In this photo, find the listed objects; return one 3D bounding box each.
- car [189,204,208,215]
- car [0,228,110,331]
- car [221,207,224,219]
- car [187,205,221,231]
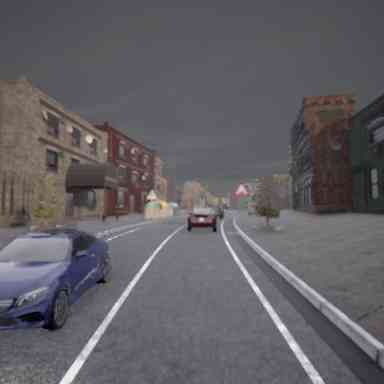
[{"bbox_3d":[1.035,2.509,48.382,1.882,1.535,5.008,-1,-2,11],"label":"car"},{"bbox_3d":[-3.046,1.562,7.074,1.812,1.442,4.674,0,-1,1],"label":"car"},{"bbox_3d":[2.949,2.455,41.225,2.033,1.649,4.856,-1,-2,9],"label":"car"},{"bbox_3d":[0.786,1.880,23.633,2.163,1.488,4.792,0,-2,4],"label":"car"}]
